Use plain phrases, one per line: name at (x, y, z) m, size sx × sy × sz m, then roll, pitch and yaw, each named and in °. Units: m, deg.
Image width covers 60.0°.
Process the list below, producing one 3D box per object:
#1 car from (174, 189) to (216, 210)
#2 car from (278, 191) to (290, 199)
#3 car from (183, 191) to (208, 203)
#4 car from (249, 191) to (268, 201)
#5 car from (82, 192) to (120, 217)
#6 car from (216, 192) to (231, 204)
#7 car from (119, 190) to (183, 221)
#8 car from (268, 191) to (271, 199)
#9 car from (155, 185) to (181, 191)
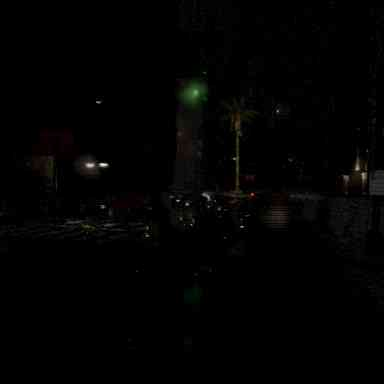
car at (0.336, 0.754, 30.860) m, size 2.128 × 1.511 × 4.902 m, roll 2°, pitch 1°, yaw 17°
car at (16.048, 0.521, 58.156) m, size 1.994 × 1.385 × 4.181 m, roll 2°, pitch 1°, yaw 18°
car at (0.494, 0.559, 42.033) m, size 1.994 × 1.385 × 4.181 m, roll 2°, pitch 1°, yaw 17°
car at (9.822, 0.554, 49.308) m, size 1.812 × 1.442 × 4.674 m, roll 2°, pitch 1°, yaw 17°
car at (-5.549, 0.806, 23.067) m, size 1.882 × 1.535 × 5.008 m, roll 2°, pitch 2°, yaw 18°
car at (3.340, 0.700, 40.282) m, size 1.895 × 1.301 × 4.718 m, roll 2°, pitch 1°, yaw 18°
car at (-2.534, 0.902, 21.839) m, size 1.882 × 1.535 × 5.008 m, roll 2°, pitch 2°, yaw 18°
car at (12.944, 0.429, 59.116) m, size 1.994 × 1.385 × 4.181 m, roll 2°, pitch 1°, yaw 18°
car at (-2.534, 0.379, 32.539) m, size 2.150 × 2.045 × 5.566 m, roll 2°, pitch 1°, yaw 17°
